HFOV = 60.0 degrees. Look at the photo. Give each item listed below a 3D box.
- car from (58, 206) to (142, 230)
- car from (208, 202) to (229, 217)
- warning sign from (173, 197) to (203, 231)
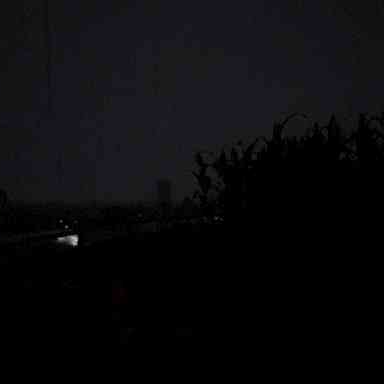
[{"bbox_3d":[-5.542,1.589,20.904,2.033,1.411,5.357,1,0,35],"label":"car"},{"bbox_3d":[3.070,1.629,33.171,1.812,1.442,4.674,1,0,35],"label":"car"},{"bbox_3d":[-0.236,1.217,19.224,1.300,1.860,1.060,1,1,35],"label":"warning sign"}]
